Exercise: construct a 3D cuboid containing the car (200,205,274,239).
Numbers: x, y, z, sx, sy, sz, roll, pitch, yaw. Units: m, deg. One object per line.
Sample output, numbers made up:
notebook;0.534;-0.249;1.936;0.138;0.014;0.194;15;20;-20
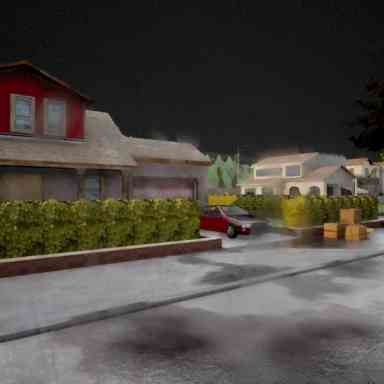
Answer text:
car;1.530;1.356;16.517;2.033;1.415;5.357;0;0;-33
